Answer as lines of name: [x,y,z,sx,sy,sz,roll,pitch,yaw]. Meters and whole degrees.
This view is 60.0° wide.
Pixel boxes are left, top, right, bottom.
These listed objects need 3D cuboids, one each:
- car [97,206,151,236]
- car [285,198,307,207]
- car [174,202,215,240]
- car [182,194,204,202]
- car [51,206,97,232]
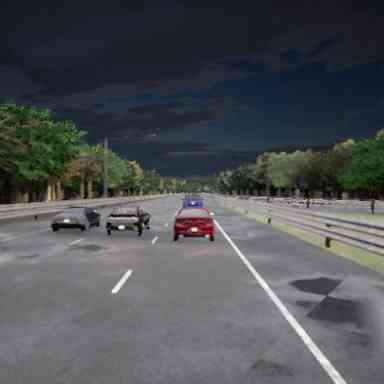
car: [-3.404,1.499,18.521,2.128,1.511,4.902,0,0,0]
car: [17.339,1.681,55.539,1.882,1.535,5.008,0,0,-17]
car: [0.098,1.486,16.966,1.882,1.535,5.008,0,0,0]
car: [0.096,1.258,36.033,2.150,2.045,5.566,0,0,0]
car: [-6.901,1.571,20.332,1.994,1.385,4.181,0,0,0]
